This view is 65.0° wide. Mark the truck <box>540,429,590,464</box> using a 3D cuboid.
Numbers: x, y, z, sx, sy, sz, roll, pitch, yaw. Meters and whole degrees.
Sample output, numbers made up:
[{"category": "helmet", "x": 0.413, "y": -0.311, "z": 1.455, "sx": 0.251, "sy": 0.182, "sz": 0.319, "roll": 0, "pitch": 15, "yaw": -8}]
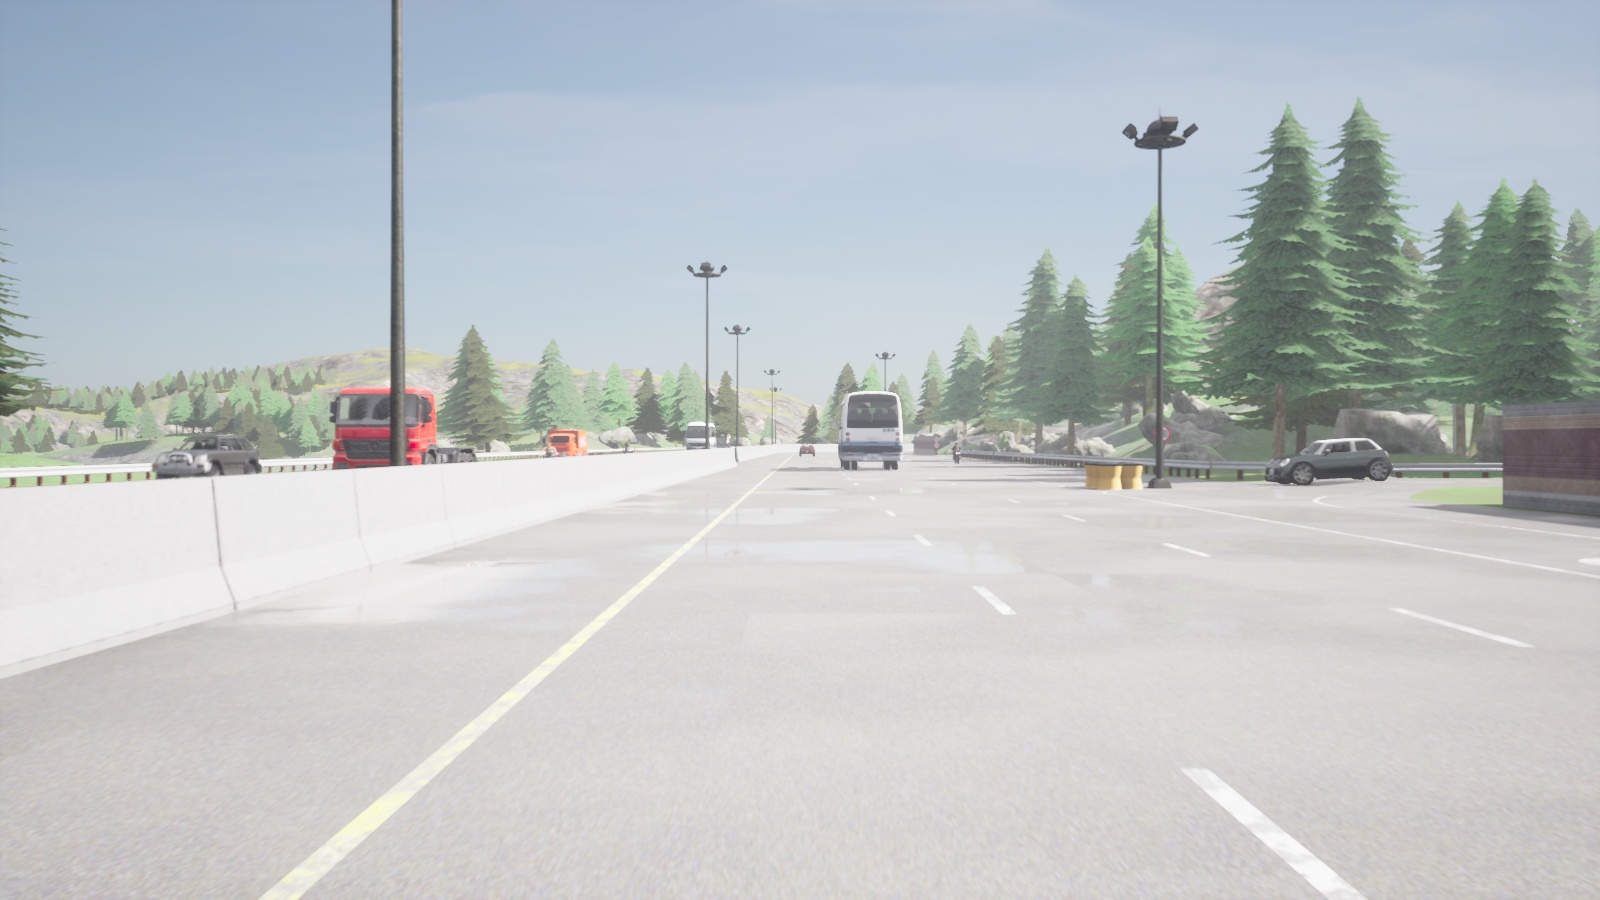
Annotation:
[{"category": "truck", "x": -16.966, "y": -0.261, "z": 90.789, "sx": 2.627, "sy": 2.467, "sz": 5.204, "roll": 0, "pitch": 0, "yaw": 0}]

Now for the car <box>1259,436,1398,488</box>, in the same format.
[{"category": "car", "x": 17.826, "y": 0.385, "z": 42.518, "sx": 3.806, "sy": 1.475, "sz": 1.970, "roll": -4, "pitch": 0, "yaw": 2}]

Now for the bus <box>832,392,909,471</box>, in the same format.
[{"category": "bus", "x": 3.936, "y": -1.038, "z": 72.875, "sx": 3.944, "sy": 4.253, "sz": 10.273, "roll": 0, "pitch": 0, "yaw": 0}]

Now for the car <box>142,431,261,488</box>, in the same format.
[{"category": "car", "x": -20.733, "y": 0.300, "z": 43.713, "sx": 1.932, "sy": 1.855, "sz": 4.605, "roll": 0, "pitch": 0, "yaw": 0}]

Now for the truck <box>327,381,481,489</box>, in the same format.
[{"category": "truck", "x": -13.728, "y": -0.496, "z": 44.342, "sx": 2.891, "sy": 3.462, "sz": 7.936, "roll": 0, "pitch": 0, "yaw": 0}]
